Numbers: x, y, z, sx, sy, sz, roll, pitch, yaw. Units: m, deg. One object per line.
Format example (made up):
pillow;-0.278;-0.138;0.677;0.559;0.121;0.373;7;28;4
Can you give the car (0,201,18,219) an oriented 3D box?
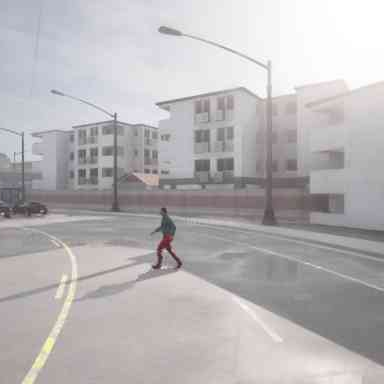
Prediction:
car;-17.203;1.506;28.333;4.892;1.490;1.837;0;0;37

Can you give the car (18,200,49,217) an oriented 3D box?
car;-15.300;1.526;31.254;4.674;1.442;1.812;0;0;37

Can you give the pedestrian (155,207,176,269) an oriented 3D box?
pedestrian;-0.770;1.294;9.515;0.375;1.860;0.375;0;0;-18
